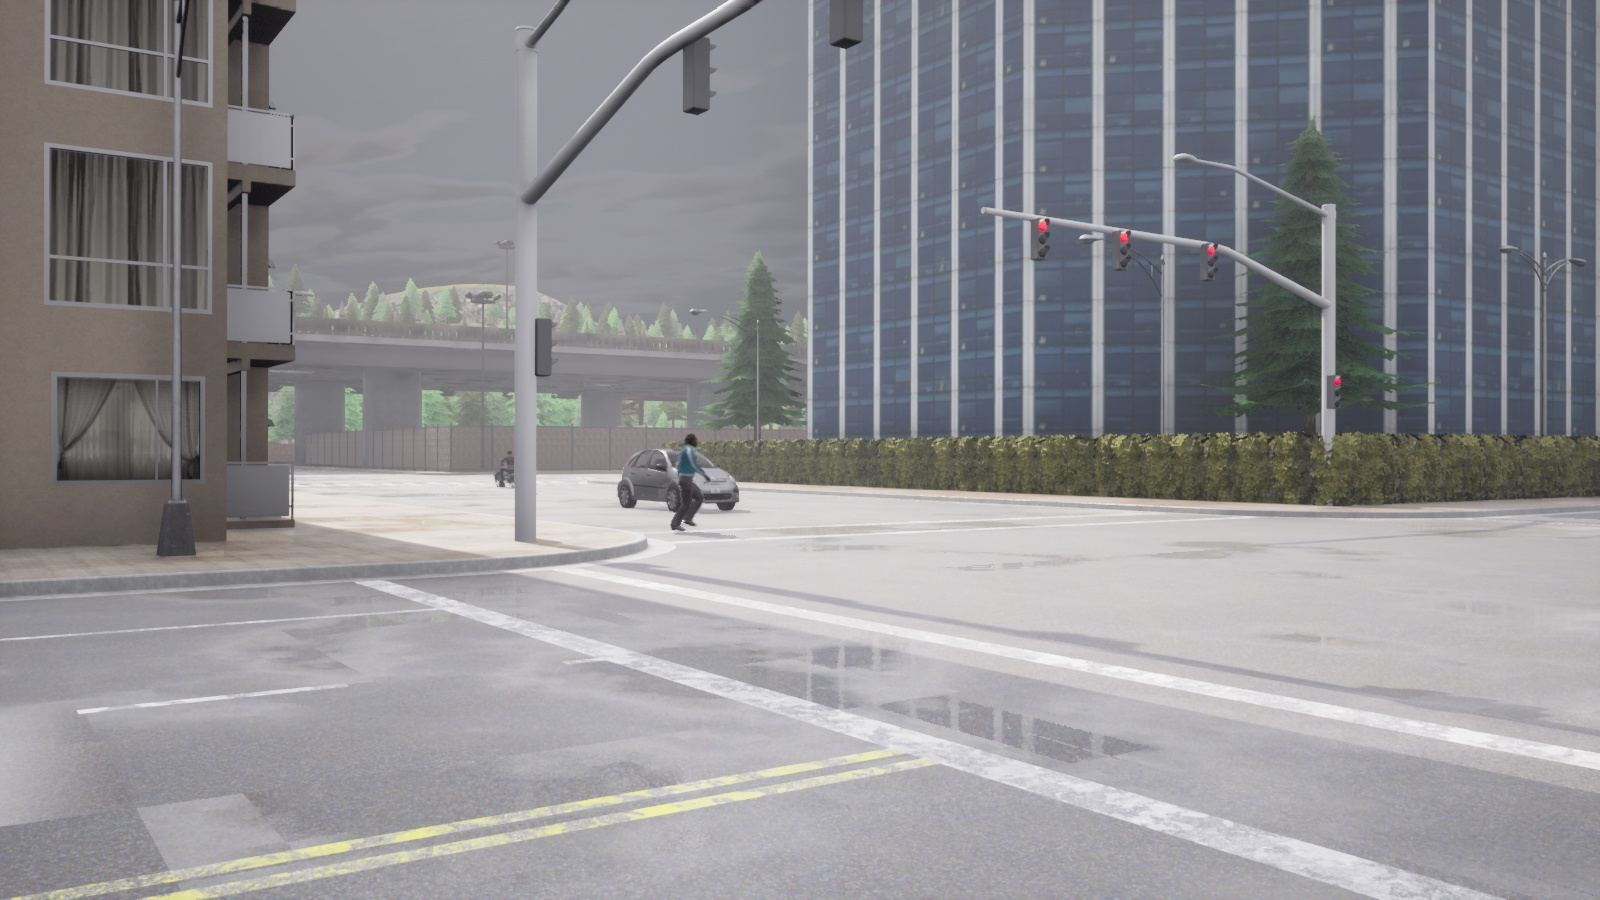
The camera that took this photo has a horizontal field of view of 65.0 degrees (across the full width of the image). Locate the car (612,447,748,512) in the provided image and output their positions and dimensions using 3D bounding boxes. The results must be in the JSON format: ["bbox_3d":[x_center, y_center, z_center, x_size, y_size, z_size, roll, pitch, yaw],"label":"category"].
[{"bbox_3d":[-3.219,0.729,32.986,1.851,1.617,3.988,0,0,-34],"label":"car"}]

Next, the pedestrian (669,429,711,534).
[{"bbox_3d":[-2.031,0.573,23.182,0.692,1.930,0.396,0,0,-17],"label":"pedestrian"}]

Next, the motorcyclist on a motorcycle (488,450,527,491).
[{"bbox_3d":[-12.236,0.848,52.442,0.766,1.649,2.350,0,0,-34],"label":"motorcyclist on a motorcycle"}]
